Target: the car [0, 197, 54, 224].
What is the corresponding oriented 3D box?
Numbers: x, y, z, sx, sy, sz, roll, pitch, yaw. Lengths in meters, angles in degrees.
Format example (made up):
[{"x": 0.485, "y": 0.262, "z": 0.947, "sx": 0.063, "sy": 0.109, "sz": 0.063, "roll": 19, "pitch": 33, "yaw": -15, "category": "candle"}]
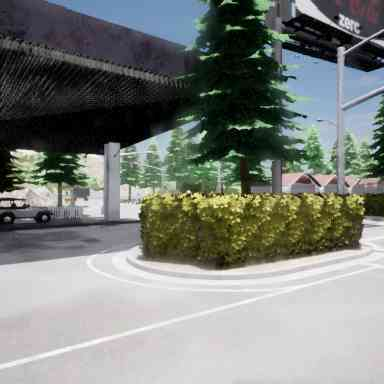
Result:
[{"x": -11.983, "y": 1.313, "z": 23.471, "sx": 3.866, "sy": 1.878, "sz": 1.905, "roll": 0, "pitch": 0, "yaw": -36, "category": "car"}]
